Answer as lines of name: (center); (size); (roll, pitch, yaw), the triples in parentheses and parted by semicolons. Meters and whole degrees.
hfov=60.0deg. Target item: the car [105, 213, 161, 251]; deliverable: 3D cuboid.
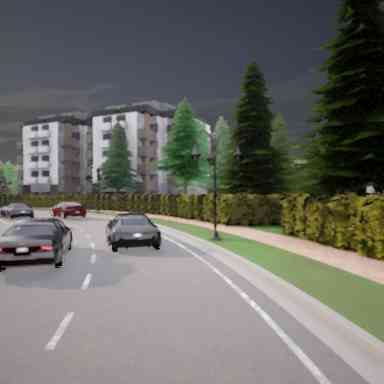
car: (-2.624, 1.582, 14.315); (1.994, 1.385, 4.181); (0, 0, -17)

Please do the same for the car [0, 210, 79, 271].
car: (-5.150, 1.585, 11.209); (2.033, 1.411, 5.357); (0, 0, -15)

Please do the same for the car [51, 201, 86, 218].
car: (-11.219, 1.559, 30.098); (1.882, 1.535, 5.008); (0, 0, -39)

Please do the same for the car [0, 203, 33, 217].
car: (-15.874, 1.680, 30.104); (1.994, 1.385, 4.181); (0, 0, -42)
